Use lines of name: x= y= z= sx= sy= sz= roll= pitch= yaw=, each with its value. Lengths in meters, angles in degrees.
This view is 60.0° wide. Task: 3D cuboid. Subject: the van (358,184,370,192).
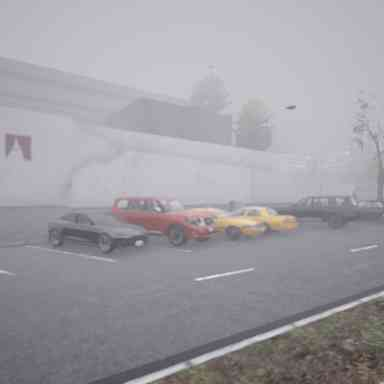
van: x=43.983 y=-0.966 z=83.942 sx=1.878 sy=1.987 sz=4.442 roll=8 pitch=3 yaw=35

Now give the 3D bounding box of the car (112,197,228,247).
car: x=-1.482 y=1.250 z=15.454 sx=5.566 sy=2.045 sz=2.435 roll=-1 pitch=-1 yaw=35

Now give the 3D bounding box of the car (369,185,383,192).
car: x=45.739 y=-0.467 z=81.577 sx=2.231 sy=1.521 sz=4.892 roll=7 pitch=3 yaw=35

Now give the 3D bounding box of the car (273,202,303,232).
car: x=3.225 y=1.517 z=19.045 sx=5.366 sy=1.575 sz=1.946 roll=-1 pitch=-1 yaw=35

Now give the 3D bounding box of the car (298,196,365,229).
car: x=8.240 y=1.291 z=22.437 sx=5.566 sy=2.045 sz=2.435 roll=-1 pitch=-1 yaw=35

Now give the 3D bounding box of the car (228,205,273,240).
car: x=1.092 y=1.502 z=17.099 sx=5.366 sy=1.575 sz=1.946 roll=-1 pitch=-1 yaw=35

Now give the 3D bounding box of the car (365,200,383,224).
car: x=13.181 y=1.452 z=25.887 sx=4.553 sy=1.767 sz=2.185 roll=-1 pitch=-1 yaw=35

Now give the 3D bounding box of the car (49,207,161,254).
car: x=-3.926 y=1.526 z=13.707 sx=4.792 sy=1.488 sz=2.163 roll=-1 pitch=-1 yaw=35
